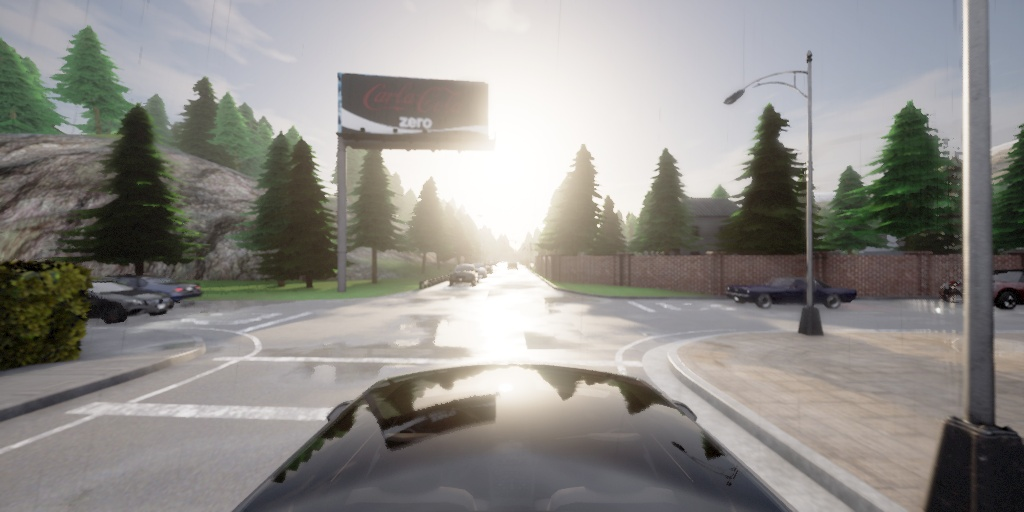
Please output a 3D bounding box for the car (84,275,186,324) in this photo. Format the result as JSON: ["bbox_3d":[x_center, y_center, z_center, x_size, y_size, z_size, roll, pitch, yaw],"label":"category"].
[{"bbox_3d":[-14.704,1.523,12.461,4.674,1.442,1.812,0,0,-5],"label":"car"}]

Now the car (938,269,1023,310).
[{"bbox_3d":[22.178,1.372,15.974,4.553,1.767,2.097,0,0,1],"label":"car"}]

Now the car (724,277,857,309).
[{"bbox_3d":[12.328,1.622,16.142,4.718,1.301,1.895,0,0,1],"label":"car"}]

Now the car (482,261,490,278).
[{"bbox_3d":[-3.598,1.510,37.314,1.812,1.442,4.674,0,0,0],"label":"car"}]

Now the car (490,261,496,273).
[{"bbox_3d":[-3.593,1.661,48.802,1.895,1.301,4.718,0,0,0],"label":"car"}]

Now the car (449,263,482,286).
[{"bbox_3d":[-3.603,1.425,27.520,1.837,1.490,4.892,0,0,0],"label":"car"}]

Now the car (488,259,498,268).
[{"bbox_3d":[-3.515,1.313,63.884,1.837,1.490,4.892,0,0,0],"label":"car"}]

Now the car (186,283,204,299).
[{"bbox_3d":[-17.347,1.569,16.149,5.357,1.411,2.033,0,0,-9],"label":"car"}]
